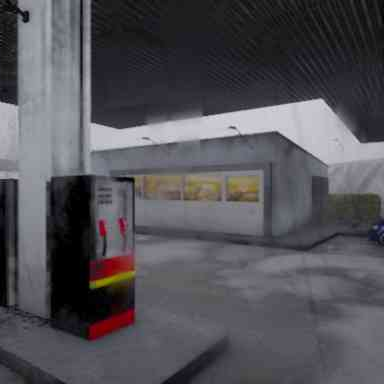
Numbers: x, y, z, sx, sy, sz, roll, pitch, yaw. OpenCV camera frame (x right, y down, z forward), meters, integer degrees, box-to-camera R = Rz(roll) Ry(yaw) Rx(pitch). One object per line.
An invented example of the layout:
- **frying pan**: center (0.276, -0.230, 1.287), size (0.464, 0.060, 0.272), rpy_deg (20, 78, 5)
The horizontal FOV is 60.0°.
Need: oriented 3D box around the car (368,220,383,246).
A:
- **car**: center (9.858, 1.479, 13.700), size (4.611, 1.667, 2.242), rpy_deg (0, 0, 35)
